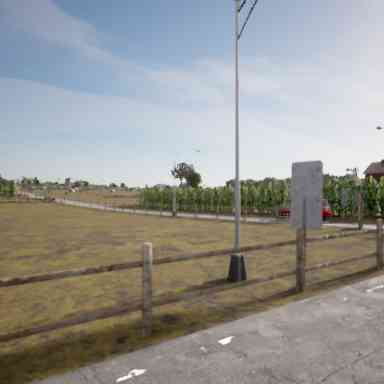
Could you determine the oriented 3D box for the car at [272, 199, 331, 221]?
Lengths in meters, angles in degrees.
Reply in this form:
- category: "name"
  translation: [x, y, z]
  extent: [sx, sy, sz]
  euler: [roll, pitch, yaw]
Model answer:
- category: "car"
  translation: [10.216, 1.680, 31.246]
  extent: [2.150, 2.045, 5.566]
  euler: [2, -3, -36]
